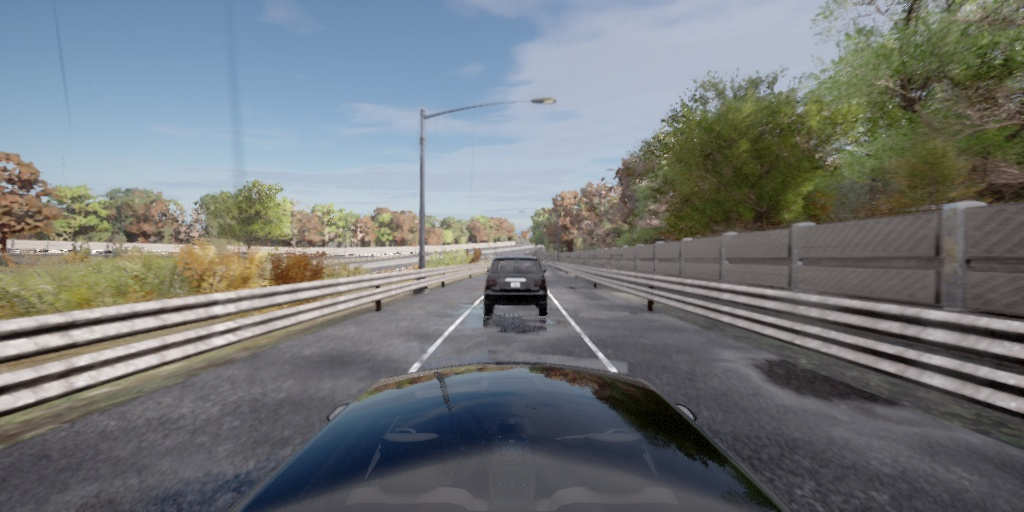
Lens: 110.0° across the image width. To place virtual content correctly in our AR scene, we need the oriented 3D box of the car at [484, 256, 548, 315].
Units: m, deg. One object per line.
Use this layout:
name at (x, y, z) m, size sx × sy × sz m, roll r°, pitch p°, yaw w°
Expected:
car at (0.178, 1.016, 13.928) m, size 2.150 × 2.045 × 5.566 m, roll 0°, pitch 0°, yaw 1°
